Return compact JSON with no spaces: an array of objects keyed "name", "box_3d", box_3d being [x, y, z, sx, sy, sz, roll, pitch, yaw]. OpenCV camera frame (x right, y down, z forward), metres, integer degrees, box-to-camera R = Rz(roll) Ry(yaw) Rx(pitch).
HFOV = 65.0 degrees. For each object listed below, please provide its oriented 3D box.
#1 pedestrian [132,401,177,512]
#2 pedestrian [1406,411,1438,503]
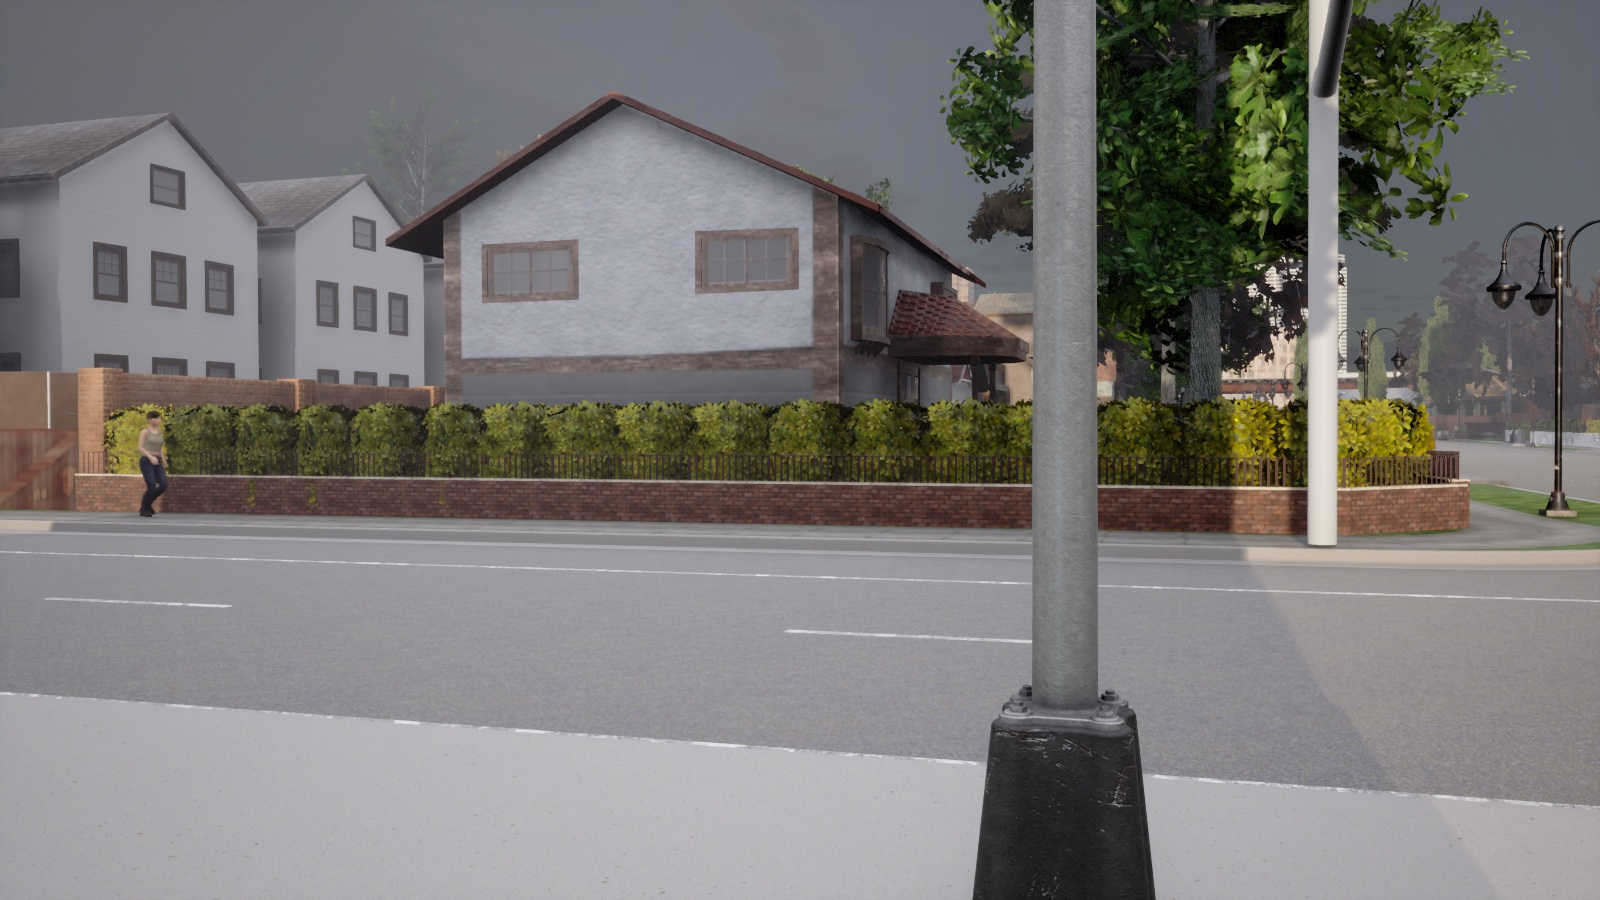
[{"name":"pedestrian","box_3d":[-10.802,0.105,21.018,0.594,1.836,0.345,1,1,17]},{"name":"pedestrian","box_3d":[12.678,0.129,25.606,0.431,1.840,0.709,0,1,15]}]
